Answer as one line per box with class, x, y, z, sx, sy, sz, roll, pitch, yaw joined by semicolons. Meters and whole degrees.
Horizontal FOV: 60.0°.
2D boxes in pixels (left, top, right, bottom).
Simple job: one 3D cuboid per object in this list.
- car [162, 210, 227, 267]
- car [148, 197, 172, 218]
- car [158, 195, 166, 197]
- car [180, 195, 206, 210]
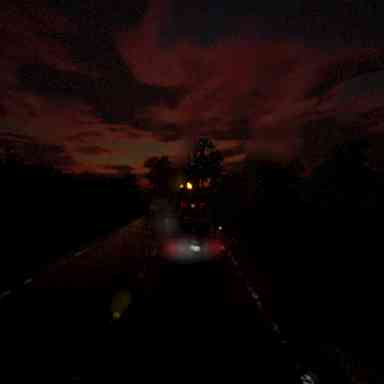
car;0.089;1.558;11.361;2.033;1.411;5.357;0;0;0
car;-2.886;1.499;30.711;1.882;1.535;5.008;0;0;0
car;-6.395;1.358;72.187;2.097;1.767;4.553;0;0;-10
car;0.082;1.242;30.218;2.150;2.045;5.566;0;0;0
